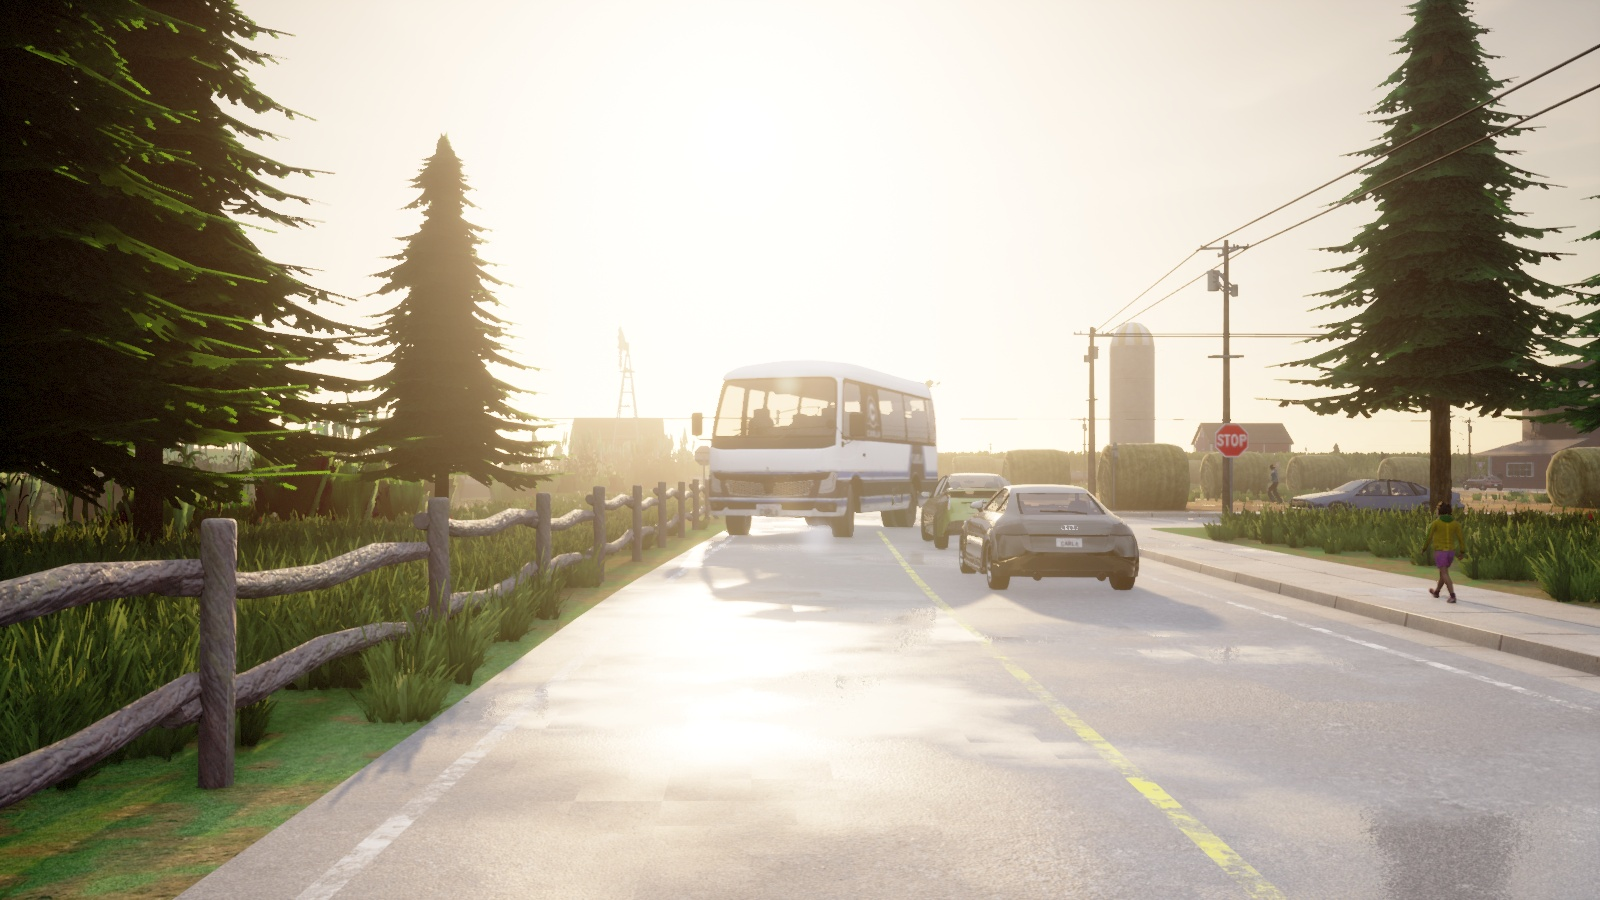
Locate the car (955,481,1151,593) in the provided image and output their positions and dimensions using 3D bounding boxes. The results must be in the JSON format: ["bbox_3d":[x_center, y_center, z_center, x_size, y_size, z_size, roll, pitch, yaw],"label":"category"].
[{"bbox_3d":[3.463,1.159,18.025,1.994,1.385,4.181,0,-1,1],"label":"car"}]

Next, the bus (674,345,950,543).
[{"bbox_3d":[0.765,-0.030,32.374,3.944,4.253,10.273,-1,-1,19],"label":"bus"}]

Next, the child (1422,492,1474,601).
[{"bbox_3d":[7.080,1.049,13.735,0.299,1.160,0.473,0,-1,-2],"label":"child"}]

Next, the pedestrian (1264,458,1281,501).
[{"bbox_3d":[21.219,1.326,56.389,0.692,1.930,0.396,-1,-1,24],"label":"pedestrian"}]

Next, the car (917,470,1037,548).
[{"bbox_3d":[3.652,1.185,26.666,2.007,1.525,4.514,0,-1,1],"label":"car"}]

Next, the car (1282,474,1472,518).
[{"bbox_3d":[19.042,1.509,41.586,5.357,1.411,2.033,0,-1,-1],"label":"car"}]
